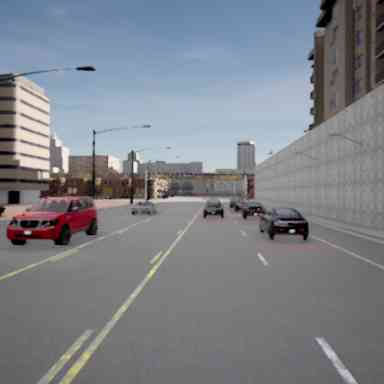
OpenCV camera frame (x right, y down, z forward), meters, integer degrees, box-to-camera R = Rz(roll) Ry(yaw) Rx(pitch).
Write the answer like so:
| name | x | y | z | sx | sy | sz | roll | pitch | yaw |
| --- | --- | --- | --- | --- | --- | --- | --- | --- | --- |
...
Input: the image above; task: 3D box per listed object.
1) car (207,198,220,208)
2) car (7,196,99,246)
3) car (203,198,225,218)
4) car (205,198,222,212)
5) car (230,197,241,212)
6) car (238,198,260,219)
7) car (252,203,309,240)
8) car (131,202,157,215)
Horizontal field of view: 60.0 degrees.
| name | x | y | z | sx | sy | sz | roll | pitch | yaw |
| --- | --- | --- | --- | --- | --- | --- | --- | --- | --- |
| car | 3.341 | 1.659 | 51.113 | 1.837 | 1.490 | 4.892 | 0 | 0 | 4 |
| car | -6.180 | 1.223 | 15.624 | 2.150 | 2.045 | 5.566 | 0 | 0 | 4 |
| car | 2.015 | 1.585 | 30.791 | 2.128 | 1.511 | 4.902 | 0 | 0 | 4 |
| car | 2.666 | 1.602 | 41.160 | 1.882 | 1.535 | 5.008 | 0 | 0 | 4 |
| car | 6.130 | 1.636 | 40.508 | 2.128 | 1.511 | 4.902 | 0 | 0 | 4 |
| car | 5.469 | 1.618 | 30.123 | 1.837 | 1.490 | 4.892 | 0 | 0 | 4 |
| car | 4.677 | 1.567 | 17.442 | 2.128 | 1.511 | 4.902 | 0 | 0 | 4 |
| car | -4.901 | 1.659 | 34.296 | 1.895 | 1.301 | 4.718 | 0 | 0 | 4 |
